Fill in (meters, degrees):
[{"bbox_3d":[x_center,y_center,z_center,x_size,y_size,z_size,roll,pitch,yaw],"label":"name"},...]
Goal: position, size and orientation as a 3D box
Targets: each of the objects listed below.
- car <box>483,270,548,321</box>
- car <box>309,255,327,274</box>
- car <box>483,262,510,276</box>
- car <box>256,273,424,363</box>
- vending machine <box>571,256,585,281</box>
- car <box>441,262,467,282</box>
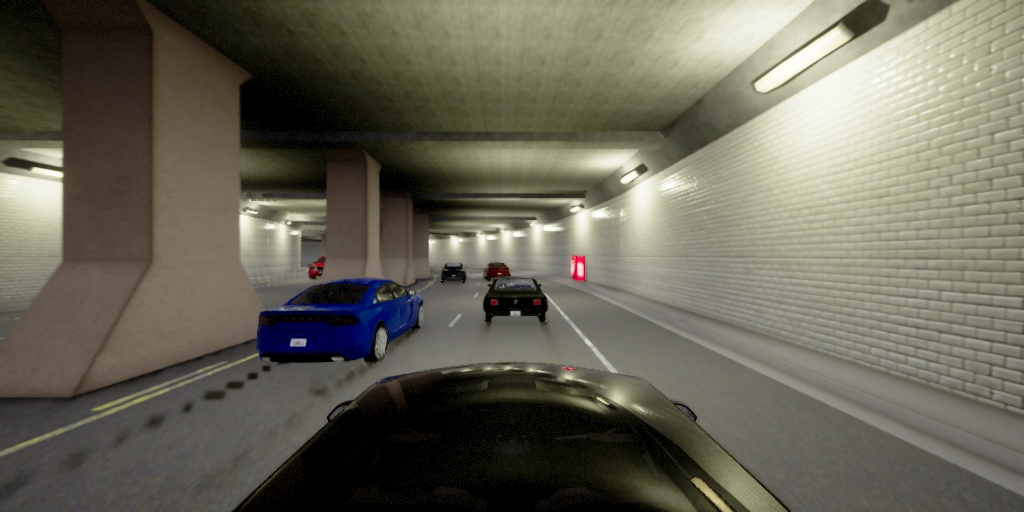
[{"bbox_3d":[0.087,1.351,12.421,1.895,1.301,4.718,0,0,0],"label":"car"},{"bbox_3d":[-15.965,0.972,31.610,2.150,2.045,5.566,0,0,-12],"label":"car"},{"bbox_3d":[-1.367,1.229,30.308,1.882,1.535,5.008,0,0,-9],"label":"car"},{"bbox_3d":[-3.401,1.228,8.179,1.882,1.535,5.008,0,0,0],"label":"car"},{"bbox_3d":[5.081,0.946,27.539,1.100,2.100,0.880,0,0,-7],"label":"vending machine"},{"bbox_3d":[-4.635,1.242,28.629,2.128,1.511,4.902,0,0,-9],"label":"car"}]
